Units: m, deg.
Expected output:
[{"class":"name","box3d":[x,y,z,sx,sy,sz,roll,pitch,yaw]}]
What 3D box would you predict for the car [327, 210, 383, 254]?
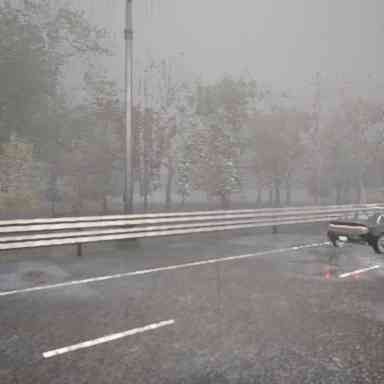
[{"class":"car","box3d":[7.461,1.477,13.490,4.902,1.511,2.128,0,0,-35]}]
